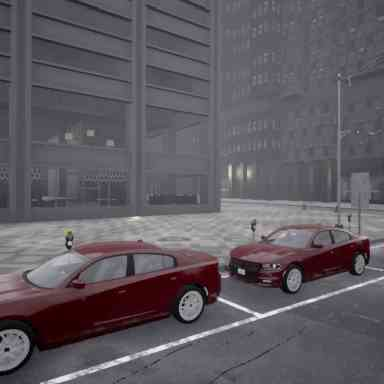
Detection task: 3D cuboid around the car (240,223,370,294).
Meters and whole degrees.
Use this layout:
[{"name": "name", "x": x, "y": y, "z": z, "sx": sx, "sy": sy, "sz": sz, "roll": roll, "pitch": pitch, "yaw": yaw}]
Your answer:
[{"name": "car", "x": 2.937, "y": 1.545, "z": 8.789, "sx": 4.507, "sy": 1.381, "sz": 1.887, "roll": 0, "pitch": 0, "yaw": -36}]

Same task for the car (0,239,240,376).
[{"name": "car", "x": -1.550, "y": 1.545, "z": 5.565, "sx": 4.507, "sy": 1.381, "sz": 1.887, "roll": 0, "pitch": 0, "yaw": -36}]
